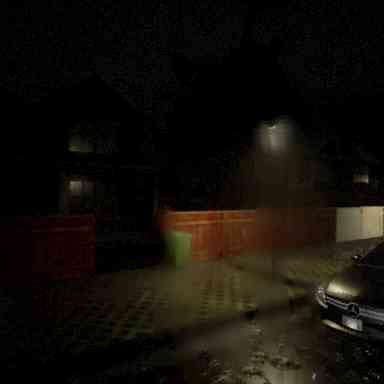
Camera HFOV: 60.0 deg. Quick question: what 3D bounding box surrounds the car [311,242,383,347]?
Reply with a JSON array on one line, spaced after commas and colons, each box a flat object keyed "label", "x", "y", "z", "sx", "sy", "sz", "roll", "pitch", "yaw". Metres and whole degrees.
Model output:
[{"label": "car", "x": 4.146, "y": 1.611, "z": 6.028, "sx": 4.674, "sy": 1.442, "sz": 1.812, "roll": 1, "pitch": -1, "yaw": -35}]
